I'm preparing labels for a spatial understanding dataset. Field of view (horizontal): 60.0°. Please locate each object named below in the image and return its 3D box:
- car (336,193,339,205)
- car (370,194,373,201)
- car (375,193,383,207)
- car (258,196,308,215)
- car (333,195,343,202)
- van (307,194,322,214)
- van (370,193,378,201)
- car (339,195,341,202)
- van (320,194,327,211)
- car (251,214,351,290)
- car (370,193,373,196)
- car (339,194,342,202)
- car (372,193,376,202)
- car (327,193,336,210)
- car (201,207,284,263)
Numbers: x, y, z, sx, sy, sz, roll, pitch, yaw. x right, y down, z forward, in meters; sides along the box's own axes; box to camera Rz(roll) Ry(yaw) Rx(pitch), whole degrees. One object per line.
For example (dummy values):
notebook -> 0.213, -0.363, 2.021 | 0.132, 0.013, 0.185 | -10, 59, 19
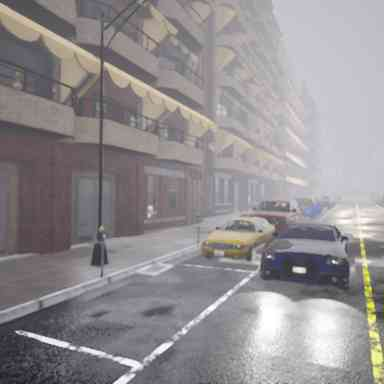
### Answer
car -> 19.026, 1.220, 47.037 | 2.192, 1.841, 5.009 | 1, 1, 26
car -> 38.229, 1.444, 68.353 | 1.802, 1.307, 4.206 | 1, 0, 26
car -> 28.480, 1.178, 48.490 | 2.192, 1.841, 5.009 | 1, 1, 26
car -> 4.401, 1.280, 17.252 | 2.192, 1.841, 5.009 | 1, 1, 26
car -> 33.648, 1.448, 76.826 | 1.887, 1.381, 4.507 | 1, 0, 26
van -> 9.275, 1.278, 27.179 | 1.690, 1.788, 3.998 | 1, 1, 26
van -> 45.546, 1.224, 83.247 | 1.690, 1.788, 3.998 | 1, 0, 26
car -> 23.898, 1.462, 56.970 | 1.947, 1.339, 4.313 | 1, 1, 26
van -> 11.713, 1.269, 32.145 | 1.690, 1.788, 3.998 | 1, 1, 26
car -> 3.262, 1.540, 9.153 | 1.994, 1.385, 4.181 | 0, 0, 26
car -> 43.108, 1.189, 78.281 | 2.192, 1.841, 5.009 | 1, 0, 26
car -> 31.214, 1.214, 71.859 | 2.192, 1.841, 5.009 | 1, 0, 26
car -> 33.354, 1.299, 58.422 | 1.967, 1.590, 4.097 | 1, 0, 26
car -> 16.589, 1.226, 42.073 | 2.192, 1.841, 5.009 | 1, 1, 26
car -> 1.884, 1.507, 12.137 | 1.752, 1.417, 4.829 | 1, 1, 26
